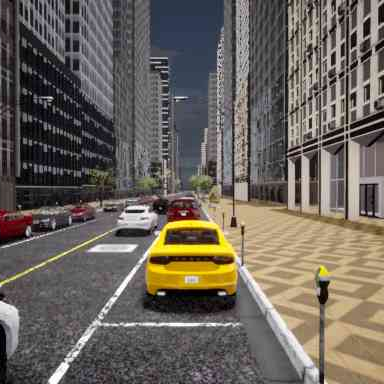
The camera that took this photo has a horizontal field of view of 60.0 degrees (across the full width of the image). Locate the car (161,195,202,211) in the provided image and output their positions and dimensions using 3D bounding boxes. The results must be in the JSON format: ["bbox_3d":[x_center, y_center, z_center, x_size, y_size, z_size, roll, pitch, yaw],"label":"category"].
[{"bbox_3d":[-0.465,1.311,20.672,2.192,1.841,5.009,-1,0,0],"label":"car"}]

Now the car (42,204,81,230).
[{"bbox_3d":[-8.844,1.547,20.672,2.008,1.369,4.403,-1,0,0],"label":"car"}]

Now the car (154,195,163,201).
[{"bbox_3d":[-8.844,1.545,88.876,1.947,1.339,4.313,-1,0,0],"label":"car"}]

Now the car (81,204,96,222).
[{"bbox_3d":[-8.843,1.577,26.356,1.802,1.307,4.206,-1,0,0],"label":"car"}]

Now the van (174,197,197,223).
[{"bbox_3d":[-0.465,1.336,26.356,1.690,1.788,3.998,-1,0,0],"label":"van"}]

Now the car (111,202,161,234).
[{"bbox_3d":[-3.059,1.522,19.147,1.812,1.442,4.674,0,0,0],"label":"car"}]

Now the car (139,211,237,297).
[{"bbox_3d":[-0.006,1.476,8.652,1.882,1.535,5.008,0,0,0],"label":"car"}]

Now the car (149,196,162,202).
[{"bbox_3d":[-3.146,1.471,35.730,1.882,1.535,5.008,0,0,0],"label":"car"}]

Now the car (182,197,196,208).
[{"bbox_3d":[-0.463,1.541,49.090,2.008,1.369,4.403,-1,0,0],"label":"car"}]

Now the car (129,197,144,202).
[{"bbox_3d":[-8.843,1.541,49.090,2.008,1.369,4.403,-1,0,0],"label":"car"}]

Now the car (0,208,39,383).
[{"bbox_3d":[-3.043,1.223,1.413,2.150,2.045,5.566,0,0,0],"label":"car"}]

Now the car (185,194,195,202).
[{"bbox_3d":[-0.465,1.298,77.509,2.192,1.841,5.009,-1,0,0],"label":"car"}]

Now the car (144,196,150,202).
[{"bbox_3d":[-8.843,1.570,60.458,1.802,1.307,4.206,-1,0,0],"label":"car"}]

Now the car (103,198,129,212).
[{"bbox_3d":[-8.844,1.544,37.723,2.008,1.369,4.403,-1,0,0],"label":"car"}]

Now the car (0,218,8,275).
[{"bbox_3d":[-6.248,1.490,6.931,2.128,1.511,4.902,0,0,0],"label":"car"}]

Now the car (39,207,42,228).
[{"bbox_3d":[-8.843,1.542,14.989,1.887,1.381,4.507,-1,0,0],"label":"car"}]

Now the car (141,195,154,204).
[{"bbox_3d":[-8.845,1.426,66.141,1.967,1.590,4.097,-1,0,0],"label":"car"}]
